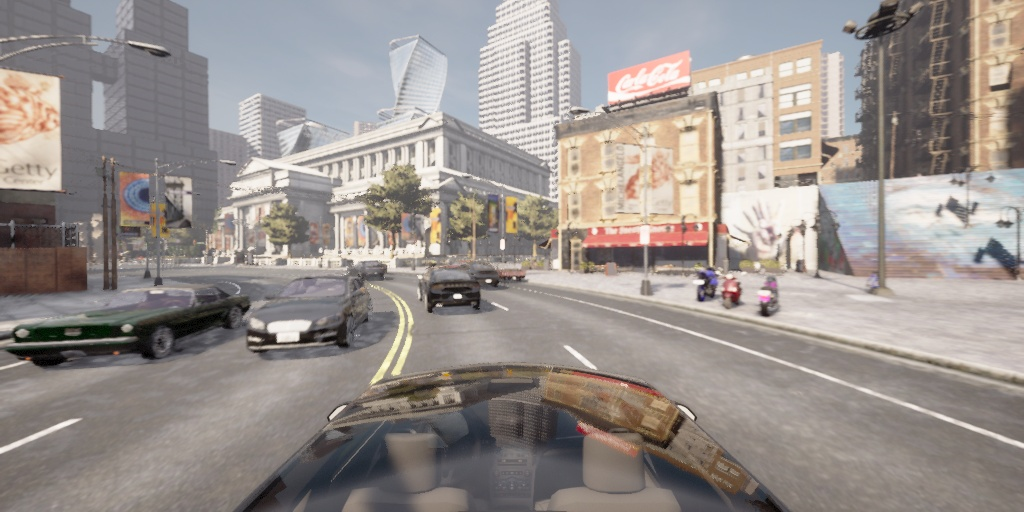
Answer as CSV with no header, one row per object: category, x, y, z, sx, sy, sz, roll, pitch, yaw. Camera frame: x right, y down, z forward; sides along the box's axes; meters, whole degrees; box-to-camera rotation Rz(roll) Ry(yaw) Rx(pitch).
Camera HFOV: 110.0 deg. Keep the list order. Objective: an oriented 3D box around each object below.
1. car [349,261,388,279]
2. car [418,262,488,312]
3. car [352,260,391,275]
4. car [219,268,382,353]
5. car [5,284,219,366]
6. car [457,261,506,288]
car,-12.417,1.176,30.284,2.128,1.511,4.902,-1,0,-41
car,-2.607,1.175,14.170,1.882,1.535,5.008,0,0,-19
car,-14.729,1.187,37.376,4.674,1.442,1.812,0,0,41
car,-4.756,1.239,9.057,2.128,1.511,4.902,0,0,-14
car,-8.162,1.381,8.358,1.895,1.301,4.718,-1,0,-14
car,-2.418,1.153,22.114,1.837,1.490,4.892,0,0,-27
